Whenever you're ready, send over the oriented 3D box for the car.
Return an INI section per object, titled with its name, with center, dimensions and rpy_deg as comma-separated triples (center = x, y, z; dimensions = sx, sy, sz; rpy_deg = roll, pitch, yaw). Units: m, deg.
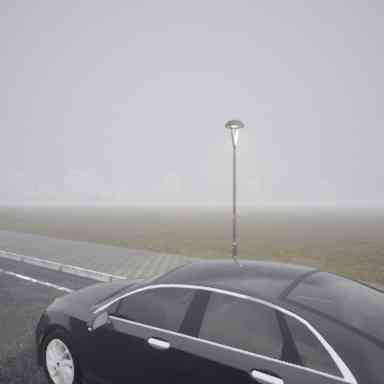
[car]
center = 0.263, 1.505, 3.522
dimensions = 4.892, 1.490, 1.837
rpy_deg = 0, 0, 36
